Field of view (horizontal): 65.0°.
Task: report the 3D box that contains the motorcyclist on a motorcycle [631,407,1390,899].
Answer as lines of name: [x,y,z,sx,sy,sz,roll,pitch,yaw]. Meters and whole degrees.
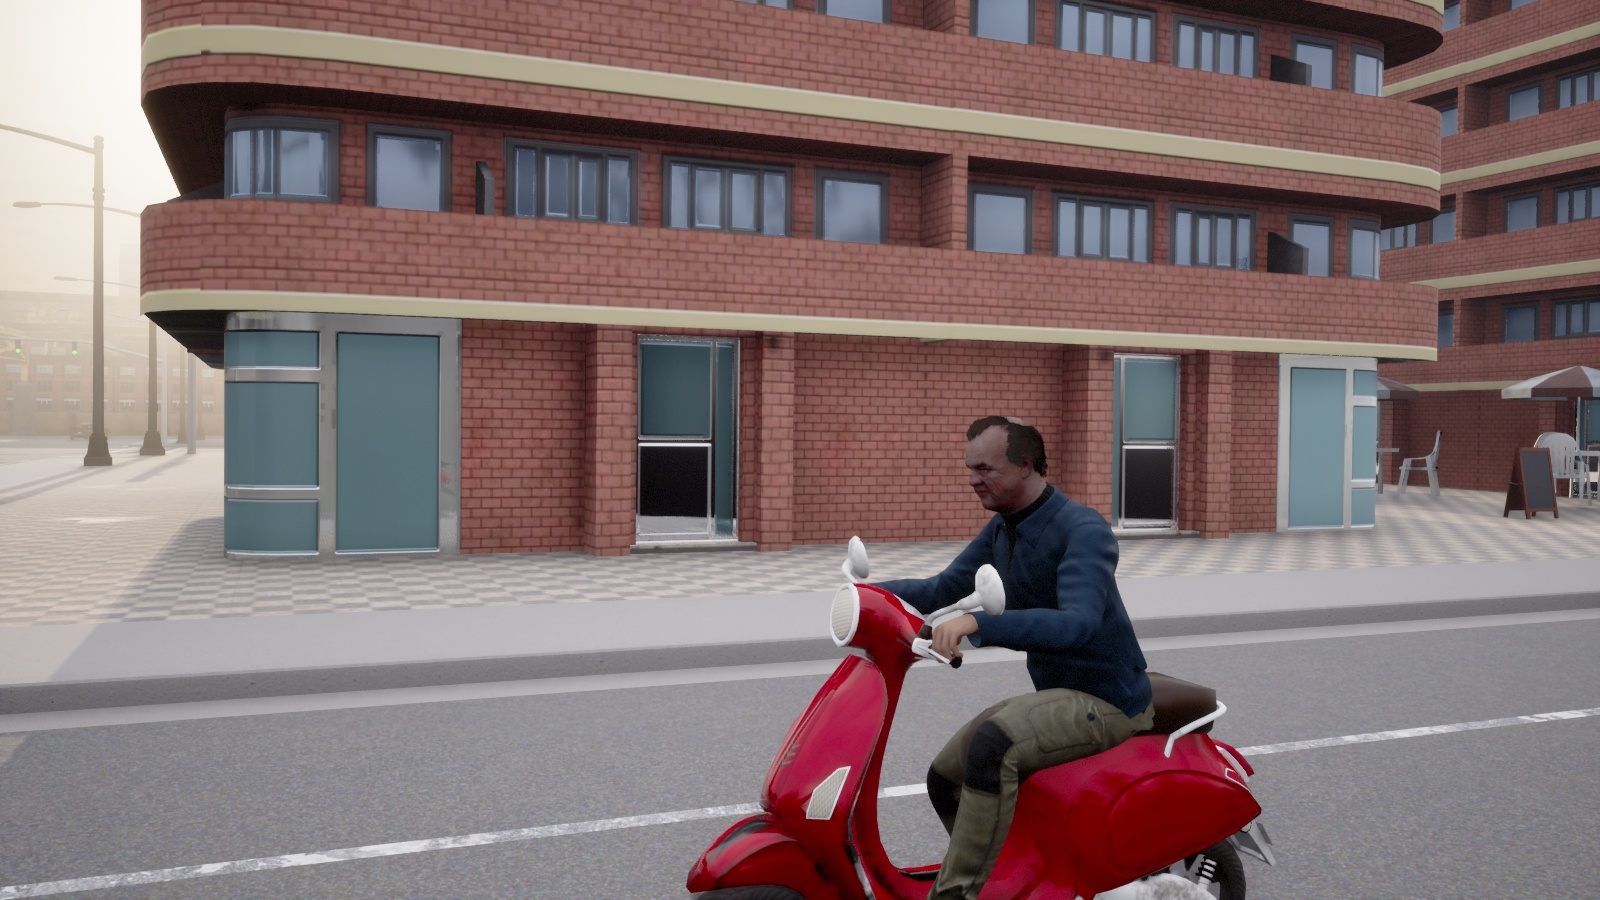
motorcyclist on a motorcycle: [0.546,0.691,3.382,1.817,1.590,0.866,-1,1,-21]
